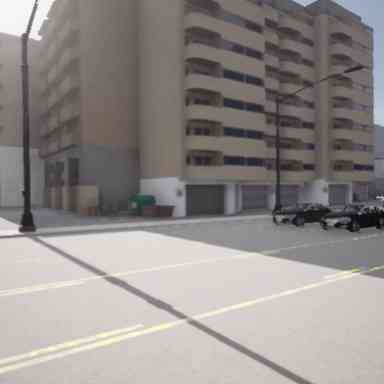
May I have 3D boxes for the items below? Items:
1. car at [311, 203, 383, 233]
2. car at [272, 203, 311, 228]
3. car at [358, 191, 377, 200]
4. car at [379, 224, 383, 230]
[{"bbox_3d":[9.474,1.483,19.349,4.902,1.511,2.128,0,0,-35],"label":"car"},{"bbox_3d":[7.446,1.483,22.201,4.902,1.511,2.128,0,0,-35],"label":"car"},{"bbox_3d":[30.022,0.543,57.200,3.806,1.475,1.970,-3,2,-35],"label":"car"},{"bbox_3d":[7.057,1.559,8.784,4.181,1.385,1.994,0,0,-35],"label":"car"}]
